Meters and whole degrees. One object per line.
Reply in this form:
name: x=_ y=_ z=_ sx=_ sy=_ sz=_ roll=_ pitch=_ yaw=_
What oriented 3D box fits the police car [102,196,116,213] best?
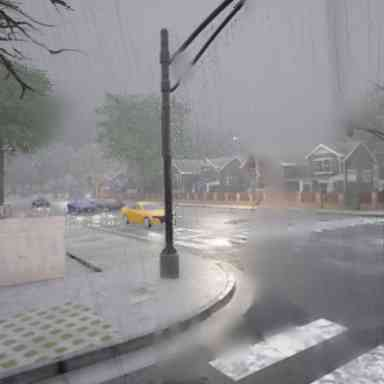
police car: x=-8.753 y=1.300 z=35.737 sx=1.930 sy=1.638 sz=5.238 roll=-2 pitch=1 yaw=-35

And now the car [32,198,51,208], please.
car: x=-22.554 y=1.600 z=49.552 sx=2.033 sy=1.411 sz=5.357 roll=-2 pitch=1 yaw=-35

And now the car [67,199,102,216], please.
car: x=-11.032 y=1.440 z=33.170 sx=1.882 sy=1.535 sz=5.008 roll=-2 pitch=1 yaw=-35

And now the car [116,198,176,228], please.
car: x=-2.900 y=1.398 z=21.724 sx=1.882 sy=1.535 sz=5.008 roll=-2 pitch=1 yaw=-35
